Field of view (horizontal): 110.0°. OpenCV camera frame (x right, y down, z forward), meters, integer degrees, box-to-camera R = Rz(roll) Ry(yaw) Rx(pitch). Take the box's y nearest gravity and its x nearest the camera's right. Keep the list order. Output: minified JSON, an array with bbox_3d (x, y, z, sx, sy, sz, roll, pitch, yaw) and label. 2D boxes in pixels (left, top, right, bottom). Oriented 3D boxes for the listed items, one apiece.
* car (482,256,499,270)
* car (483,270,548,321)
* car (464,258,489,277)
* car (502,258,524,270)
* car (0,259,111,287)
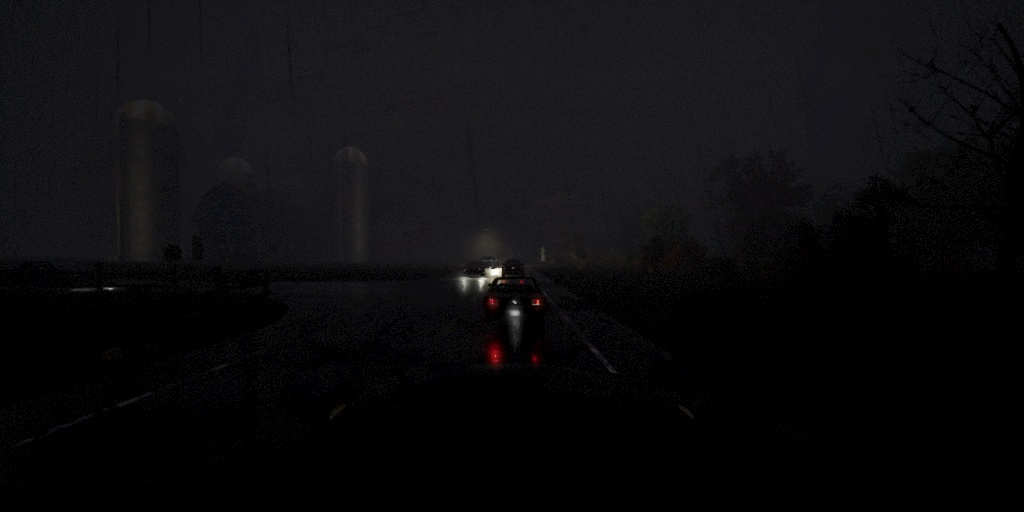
[{"bbox_3d":[-3.569,0.963,53.979,2.150,2.045,5.566,0,0,0],"label":"car"},{"bbox_3d":[0.096,1.350,12.476,1.895,1.301,4.718,0,0,0],"label":"car"},{"bbox_3d":[-3.604,1.222,35.472,1.882,1.535,5.008,0,0,0],"label":"car"},{"bbox_3d":[0.092,1.097,34.415,2.097,1.767,4.553,0,0,0],"label":"car"},{"bbox_3d":[-25.095,0.916,19.727,4.674,1.442,1.812,1,1,-1],"label":"car"}]
